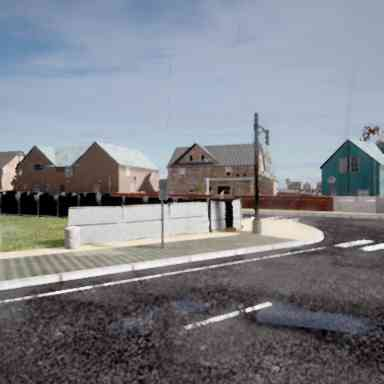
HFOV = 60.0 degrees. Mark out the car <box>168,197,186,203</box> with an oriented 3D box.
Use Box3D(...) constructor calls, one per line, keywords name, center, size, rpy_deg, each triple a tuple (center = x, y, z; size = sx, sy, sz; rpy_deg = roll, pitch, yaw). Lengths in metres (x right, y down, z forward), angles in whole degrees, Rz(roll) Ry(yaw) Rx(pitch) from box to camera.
Box3D(name="car", center=(-0.986, 1.102, 25.594), size=(4.674, 1.442, 1.812), rpy_deg=(1, 1, 20))
